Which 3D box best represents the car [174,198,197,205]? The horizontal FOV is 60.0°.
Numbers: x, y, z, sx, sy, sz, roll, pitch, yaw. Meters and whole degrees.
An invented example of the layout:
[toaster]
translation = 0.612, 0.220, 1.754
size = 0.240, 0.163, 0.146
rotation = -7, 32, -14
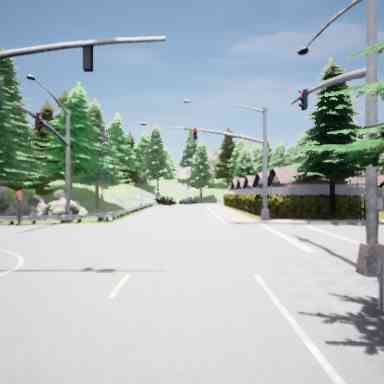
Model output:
[car]
translation = -0.791, 1.748, 63.885
size = 1.994, 1.385, 4.181
rotation = 0, 0, 37
